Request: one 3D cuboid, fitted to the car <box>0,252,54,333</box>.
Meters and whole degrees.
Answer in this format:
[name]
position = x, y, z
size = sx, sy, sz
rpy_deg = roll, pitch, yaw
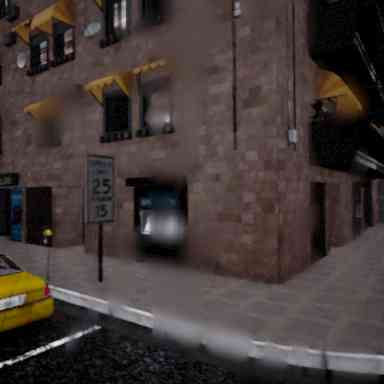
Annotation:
[car]
position = -4.478, 1.550, 6.073
size = 4.829, 1.417, 1.752
rpy_deg = 0, -1, 35
